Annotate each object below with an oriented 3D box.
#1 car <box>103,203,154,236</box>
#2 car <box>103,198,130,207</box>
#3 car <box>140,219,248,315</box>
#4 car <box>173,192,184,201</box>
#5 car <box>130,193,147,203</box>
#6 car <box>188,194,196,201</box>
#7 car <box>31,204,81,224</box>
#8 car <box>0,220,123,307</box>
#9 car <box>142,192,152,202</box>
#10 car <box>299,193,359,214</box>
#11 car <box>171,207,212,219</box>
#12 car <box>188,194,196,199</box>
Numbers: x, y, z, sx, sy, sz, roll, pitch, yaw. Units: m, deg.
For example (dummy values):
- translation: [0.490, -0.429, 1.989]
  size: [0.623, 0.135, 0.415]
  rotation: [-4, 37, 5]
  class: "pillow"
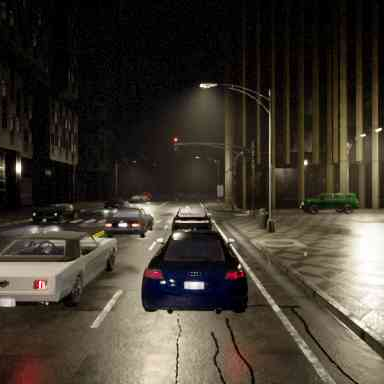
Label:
- translation: [-3.158, 1.532, 17.493]
  size: [2.033, 1.411, 5.357]
  rotation: [0, 0, 0]
  class: "car"
- translation: [-9.866, 1.476, 42.651]
  size: [2.033, 1.411, 5.357]
  rotation: [0, 0, 0]
  class: "car"
- translation: [0.083, 1.561, 7.682]
  size: [1.994, 1.385, 4.181]
  rotation: [0, 0, 1]
  class: "car"
- translation: [-3.277, 1.302, 75.033]
  size: [1.837, 1.490, 4.892]
  rotation: [0, 0, 0]
  class: "car"
- translation: [-9.847, 1.417, 59.204]
  size: [2.033, 1.411, 5.357]
  rotation: [0, 0, 0]
  class: "car"
- translation: [-0.027, 1.342, 75.033]
  size: [2.033, 1.411, 5.357]
  rotation: [0, 0, 0]
  class: "car"
- translation: [-9.860, 1.575, 24.442]
  size: [1.895, 1.301, 4.718]
  rotation: [0, 0, 0]
  class: "car"
- translation: [-3.150, 1.597, 7.902]
  size: [1.895, 1.301, 4.718]
  rotation: [0, 0, 0]
  class: "car"
- translation: [-9.776, 1.054, 70.228]
  size: [2.150, 2.045, 5.566]
  rotation: [0, 0, 0]
  class: "car"
- translation: [13.556, 1.113, 33.029]
  size: [5.566, 2.045, 2.150]
  rotation: [0, 0, 2]
  class: "car"
- translation: [-0.007, 1.478, 16.556]
  size: [2.128, 1.511, 4.902]
  rotation: [0, 0, 0]
  class: "car"
- translation: [-0.030, 1.199, 85.485]
  size: [1.895, 1.301, 4.718]
  rotation: [0, 0, 0]
  class: "car"
